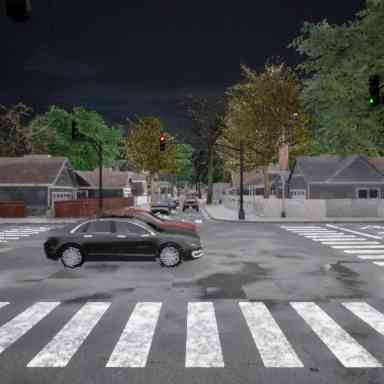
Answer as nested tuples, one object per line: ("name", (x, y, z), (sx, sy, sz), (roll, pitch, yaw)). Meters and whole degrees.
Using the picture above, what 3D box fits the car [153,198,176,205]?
("car", (-3.021, 1.567, 32.915), (2.033, 1.411, 5.357), (0, 0, 0))

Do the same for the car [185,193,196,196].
("car", (-0.289, 1.299, 73.547), (2.150, 2.045, 5.566), (0, 0, 0))

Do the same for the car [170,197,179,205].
("car", (-2.999, 1.594, 42.803), (1.994, 1.385, 4.181), (0, 0, 0))

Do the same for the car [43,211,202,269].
("car", (-2.114, 1.510, 10.604), (4.892, 1.490, 1.837), (-1, 0, 0))

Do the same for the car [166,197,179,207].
("car", (-3.016, 1.568, 53.053), (1.812, 1.442, 4.674), (0, 0, 0))

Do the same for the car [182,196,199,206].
("car", (-0.156, 1.533, 41.072), (1.837, 1.490, 4.892), (0, 0, 0))

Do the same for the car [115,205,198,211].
("car", (-2.308, 1.483, 13.852), (5.008, 1.535, 1.882), (0, 0, 0))
